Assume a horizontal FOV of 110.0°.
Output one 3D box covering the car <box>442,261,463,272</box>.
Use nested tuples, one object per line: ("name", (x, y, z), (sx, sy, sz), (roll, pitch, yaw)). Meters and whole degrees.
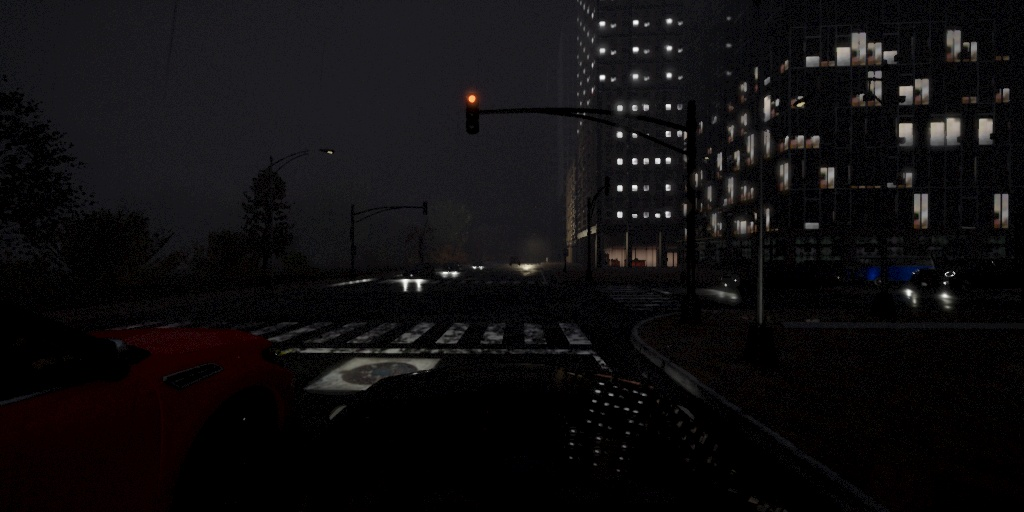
("car", (-7.719, 1.303, 46.586), (1.994, 1.385, 4.181), (0, 0, 3))

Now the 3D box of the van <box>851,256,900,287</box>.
("van", (22.113, 0.854, 21.081), (3.998, 1.789, 1.690), (0, 0, 4))

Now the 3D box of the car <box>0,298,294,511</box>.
("car", (-3.118, 0.972, 0.982), (2.150, 2.045, 5.566), (0, 0, 0))

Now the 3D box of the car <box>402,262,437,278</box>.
("car", (-8.514, 1.289, 33.620), (2.033, 1.411, 5.357), (0, 0, 4))

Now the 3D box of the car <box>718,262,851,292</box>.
("car", (14.039, 1.137, 18.922), (5.357, 1.411, 2.033), (0, 0, 4))

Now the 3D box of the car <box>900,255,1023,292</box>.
("car", (23.429, 0.864, 18.266), (4.553, 1.767, 2.097), (0, 0, 4))

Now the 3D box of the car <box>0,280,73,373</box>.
("car", (-9.783, 1.241, 4.662), (2.128, 1.511, 4.902), (0, 0, 1))
